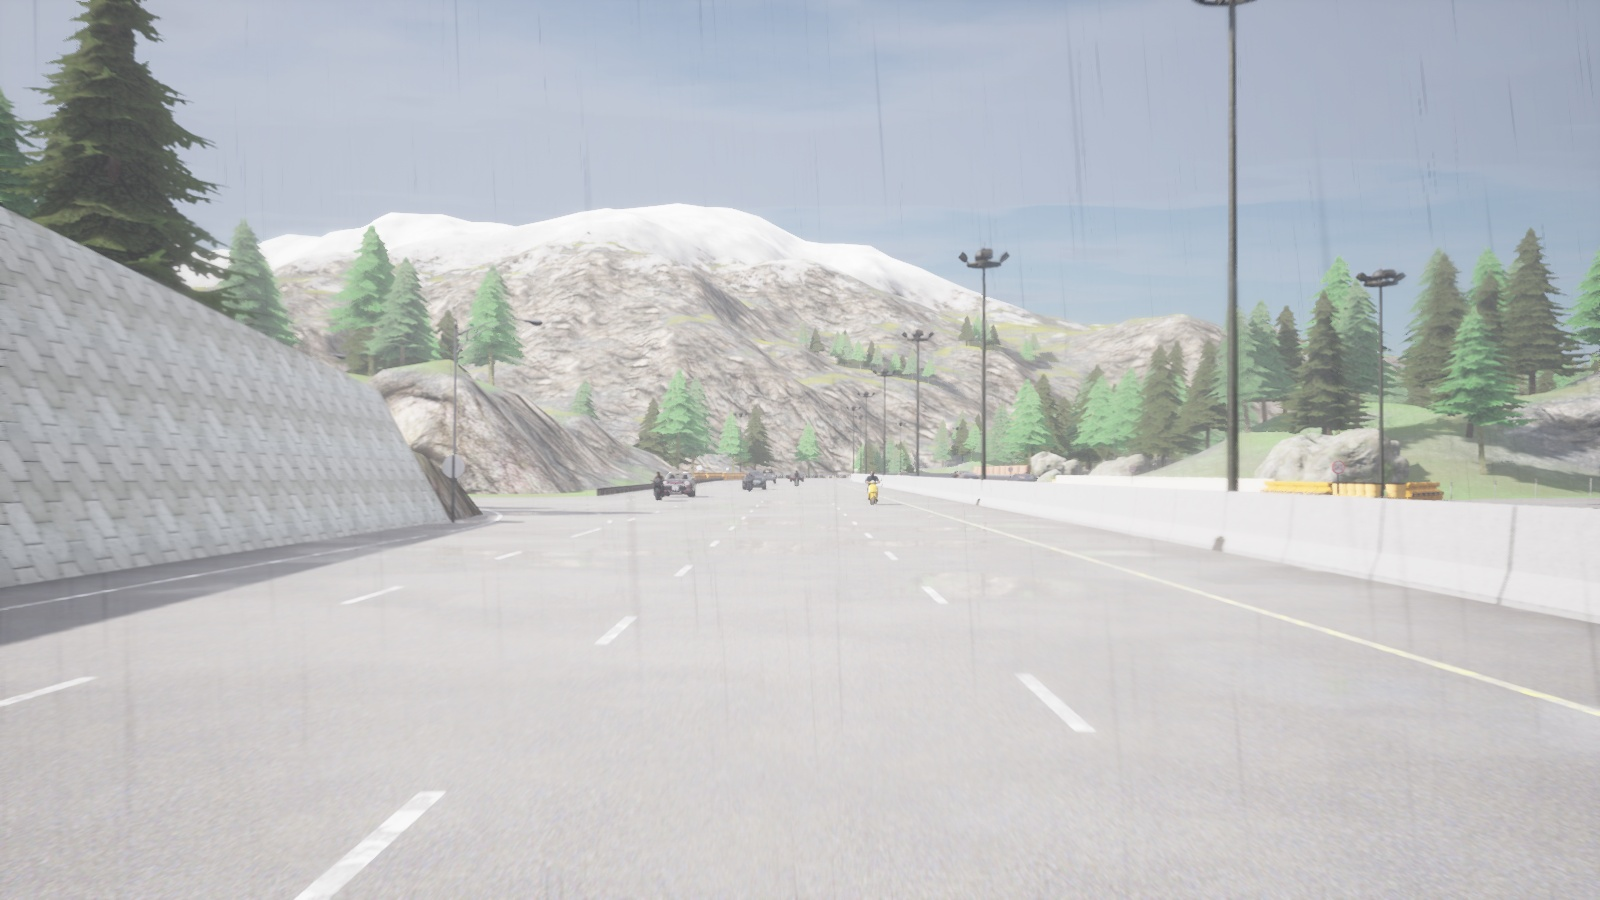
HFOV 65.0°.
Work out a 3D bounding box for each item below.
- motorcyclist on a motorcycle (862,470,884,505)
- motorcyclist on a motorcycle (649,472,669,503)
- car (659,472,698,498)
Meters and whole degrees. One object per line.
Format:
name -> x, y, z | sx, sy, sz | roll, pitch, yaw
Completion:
motorcyclist on a motorcycle -> 3.359, 1.722, 57.997 | 0.866, 1.590, 1.817 | 0, -1, 0
motorcyclist on a motorcycle -> -7.155, 1.893, 64.001 | 0.797, 1.523, 2.044 | 0, -1, 0
car -> -7.180, 2.051, 74.446 | 1.970, 1.475, 3.806 | 0, -1, 0
